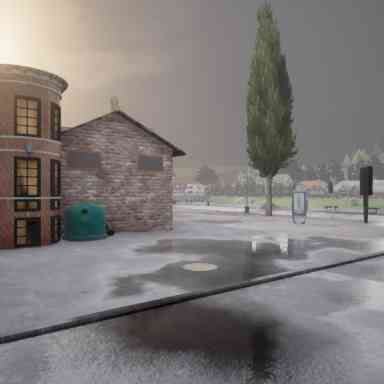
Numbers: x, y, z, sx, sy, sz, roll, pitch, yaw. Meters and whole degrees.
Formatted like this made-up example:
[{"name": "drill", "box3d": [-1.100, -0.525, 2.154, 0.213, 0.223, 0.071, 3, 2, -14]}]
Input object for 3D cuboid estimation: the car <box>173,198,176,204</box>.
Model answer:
[{"name": "car", "box3d": [-4.632, 1.526, 60.368, 1.812, 1.442, 4.674, 0, 0, -35]}]
